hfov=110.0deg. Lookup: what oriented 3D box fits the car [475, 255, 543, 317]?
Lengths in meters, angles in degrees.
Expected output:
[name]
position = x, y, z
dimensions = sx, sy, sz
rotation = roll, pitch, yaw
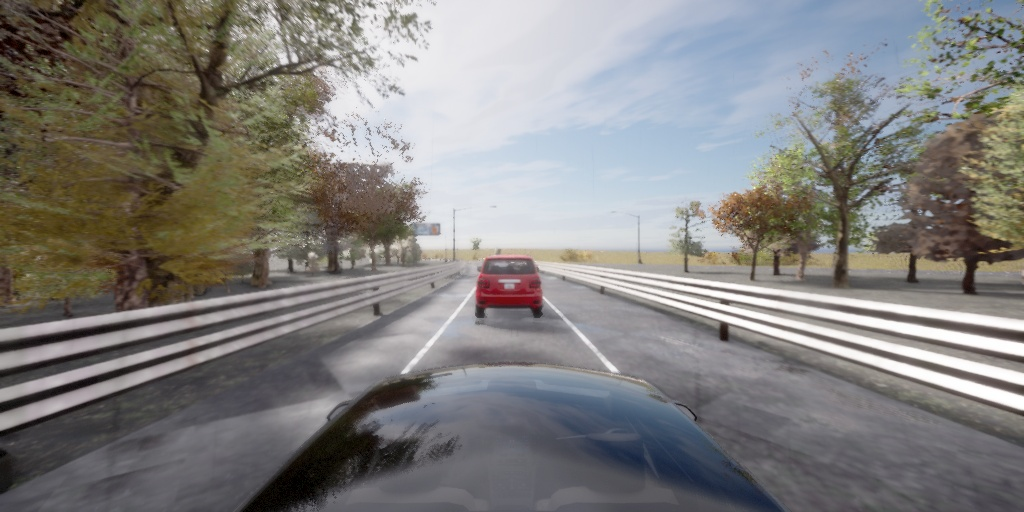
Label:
[car]
position = -0.134, 0.980, 13.318
dimensions = 2.150, 2.045, 5.566
rotation = 0, 0, -1
